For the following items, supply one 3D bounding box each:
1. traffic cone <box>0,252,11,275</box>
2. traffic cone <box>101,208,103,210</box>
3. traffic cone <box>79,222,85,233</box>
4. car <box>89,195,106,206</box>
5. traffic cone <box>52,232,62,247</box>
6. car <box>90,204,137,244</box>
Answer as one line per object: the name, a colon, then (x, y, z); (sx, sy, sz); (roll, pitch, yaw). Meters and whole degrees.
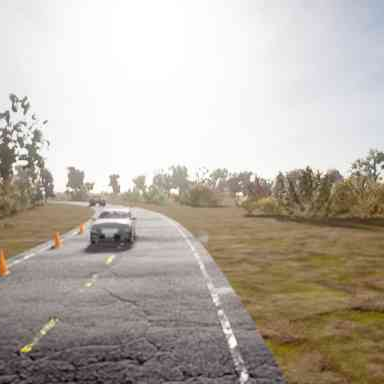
traffic cone: (-5.336, 2.000, 9.362); (0.340, 0.580, 0.340); (0, 0, -4)
traffic cone: (-9.069, 2.124, 33.597); (0.340, 0.580, 0.340); (0, 0, -14)
traffic cone: (-6.343, 2.047, 19.127); (0.340, 0.580, 0.340); (0, 0, -8)
car: (-17.638, 1.567, 61.788); (2.150, 2.045, 5.566); (0, -1, -26)
traffic cone: (-5.758, 2.023, 14.253); (0.340, 0.580, 0.340); (0, 0, -6)
car: (-3.743, 1.571, 16.351); (2.128, 1.511, 4.902); (0, 0, -7)
